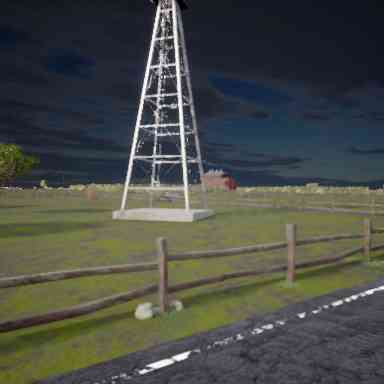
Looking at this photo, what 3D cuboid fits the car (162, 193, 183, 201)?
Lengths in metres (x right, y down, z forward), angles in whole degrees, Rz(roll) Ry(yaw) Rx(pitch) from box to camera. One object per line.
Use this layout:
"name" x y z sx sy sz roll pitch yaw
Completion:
"car" -3.555 0.865 60.807 2.128 1.511 4.902 1 0 -36
